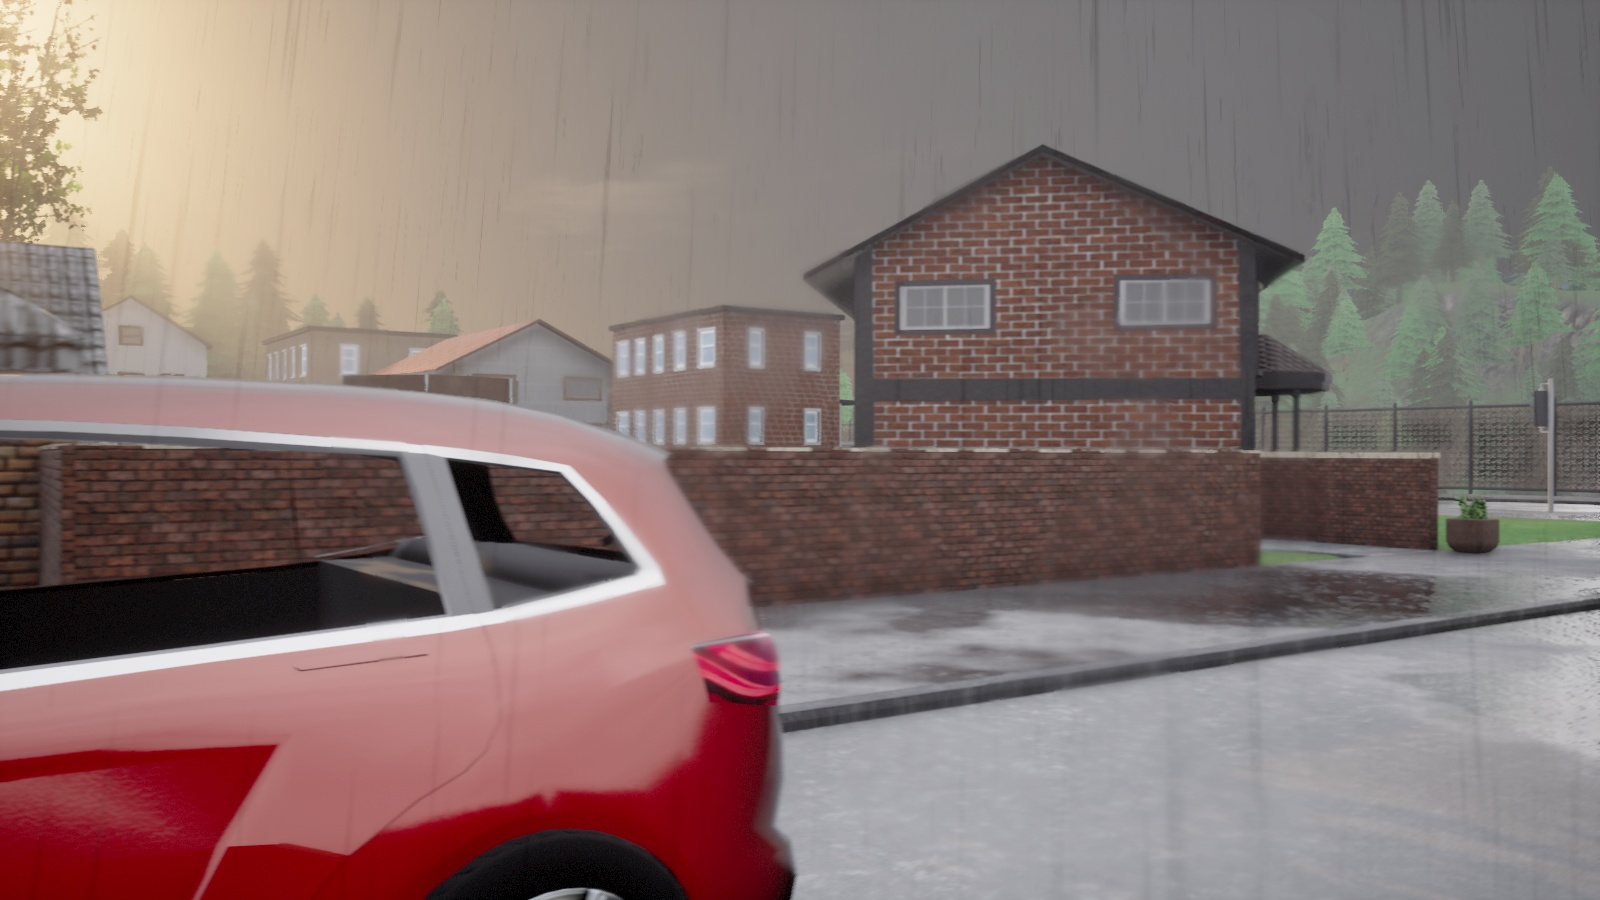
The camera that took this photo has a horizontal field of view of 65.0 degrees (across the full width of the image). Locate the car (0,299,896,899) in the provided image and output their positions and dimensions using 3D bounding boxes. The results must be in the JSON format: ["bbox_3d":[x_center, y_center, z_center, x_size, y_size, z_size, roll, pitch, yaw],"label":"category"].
[{"bbox_3d":[-2.318,0.600,2.613,4.611,1.667,2.242,0,0,-33],"label":"car"}]
